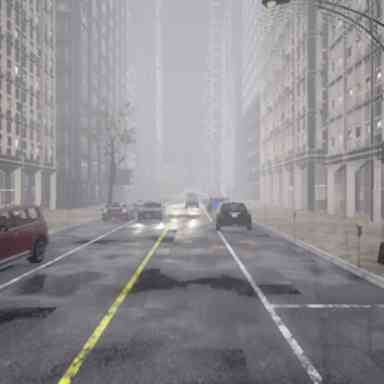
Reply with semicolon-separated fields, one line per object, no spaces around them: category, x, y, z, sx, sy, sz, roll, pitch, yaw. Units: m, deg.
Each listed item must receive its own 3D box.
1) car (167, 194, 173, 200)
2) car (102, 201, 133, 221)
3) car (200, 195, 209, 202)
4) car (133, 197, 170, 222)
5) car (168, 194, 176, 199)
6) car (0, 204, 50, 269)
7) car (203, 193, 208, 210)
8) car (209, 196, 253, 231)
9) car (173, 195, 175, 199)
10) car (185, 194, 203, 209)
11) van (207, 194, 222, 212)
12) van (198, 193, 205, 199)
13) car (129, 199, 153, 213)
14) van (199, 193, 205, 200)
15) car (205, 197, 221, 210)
car;-5.717;1.441;71.767;1.947;1.339;4.313;0;0;0
car;-5.702;1.412;26.179;1.967;1.590;4.097;0;0;0
car;2.664;1.420;71.768;1.887;1.381;4.507;0;0;0
car;-3.108;1.449;26.389;1.882;1.535;5.008;0;0;0
car;-5.725;1.349;94.560;1.887;1.381;4.507;0;0;0
car;-5.697;1.308;9.085;2.192;1.841;5.009;0;0;0
car;2.674;1.270;37.576;2.192;1.841;5.009;0;0;0
car;2.380;1.335;20.682;2.097;1.767;4.553;0;0;0
car;-5.721;1.422;83.164;1.802;1.307;4.206;0;0;0
car;0.041;1.434;45.050;2.128;1.511;4.902;0;0;0
van;2.676;1.305;31.877;1.690;1.788;3.998;0;0;0
van;2.656;1.145;94.562;1.690;1.788;3.998;0;0;0
car;-5.706;1.505;37.577;2.008;1.369;4.403;0;0;0
van;2.658;1.163;88.862;1.690;1.788;3.998;0;0;0
car;2.673;1.470;43.445;1.752;1.417;4.829;0;0;0
